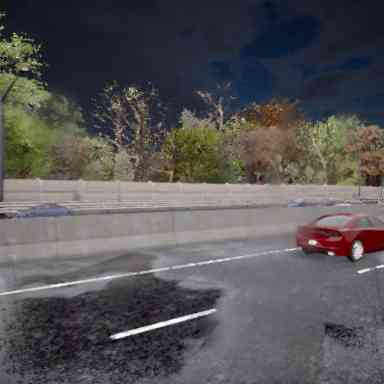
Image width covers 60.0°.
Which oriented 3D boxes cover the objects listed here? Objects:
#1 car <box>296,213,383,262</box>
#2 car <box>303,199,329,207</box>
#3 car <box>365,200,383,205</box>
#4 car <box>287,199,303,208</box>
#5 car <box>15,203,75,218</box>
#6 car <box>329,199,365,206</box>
[{"bbox_3d":[5.954,1.499,12.289,5.008,1.535,1.882,0,0,-36],"label":"car"},{"bbox_3d":[16.730,1.631,41.696,5.357,1.411,2.033,0,0,-35],"label":"car"},{"bbox_3d":[21.574,1.577,36.552,4.902,1.511,2.128,0,0,-35],"label":"car"},{"bbox_3d":[14.716,1.609,44.553,4.674,1.442,1.812,0,0,-35],"label":"car"},{"bbox_3d":[-11.199,1.575,25.500,4.181,1.385,1.994,0,0,-38],"label":"car"},{"bbox_3d":[18.356,1.683,38.561,4.718,1.301,1.895,0,0,-35],"label":"car"}]
